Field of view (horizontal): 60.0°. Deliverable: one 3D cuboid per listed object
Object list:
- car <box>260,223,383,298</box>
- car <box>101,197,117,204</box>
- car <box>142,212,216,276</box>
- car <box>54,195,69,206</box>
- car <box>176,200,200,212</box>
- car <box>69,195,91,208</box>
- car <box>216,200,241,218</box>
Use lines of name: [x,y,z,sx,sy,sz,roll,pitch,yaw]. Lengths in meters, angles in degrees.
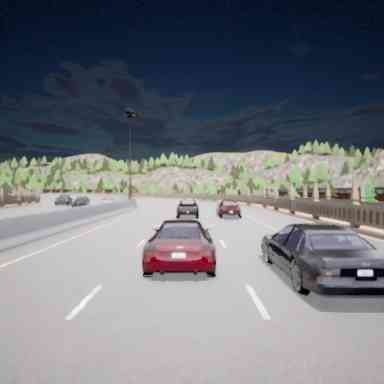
car: [3.173,1.518,8.608,2.033,1.411,5.357,0,0,0]
car: [-12.054,1.446,48.275,1.895,1.301,4.718,0,0,-8]
car: [-0.328,1.530,10.234,1.994,1.385,4.181,0,0,0]
car: [-19.579,1.191,50.863,2.097,1.767,4.553,0,0,-10]
car: [-0.339,1.396,28.845,2.128,1.511,4.902,0,0,0]
car: [-15.371,1.355,46.492,1.837,1.490,4.892,0,1,-7]
car: [3.160,1.429,29.056,1.812,1.442,4.674,0,0,0]
